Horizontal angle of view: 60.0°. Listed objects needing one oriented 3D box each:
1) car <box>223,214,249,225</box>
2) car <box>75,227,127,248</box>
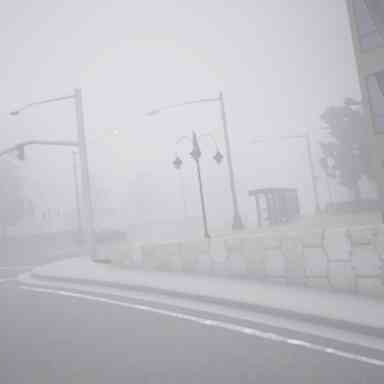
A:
[{"bbox_3d":[6.608,4.011,49.526,2.033,1.411,5.357,-10,-6,36],"label":"car"},{"bbox_3d":[-8.066,4.004,29.703,1.882,1.535,5.008,-10,-6,36],"label":"car"}]
